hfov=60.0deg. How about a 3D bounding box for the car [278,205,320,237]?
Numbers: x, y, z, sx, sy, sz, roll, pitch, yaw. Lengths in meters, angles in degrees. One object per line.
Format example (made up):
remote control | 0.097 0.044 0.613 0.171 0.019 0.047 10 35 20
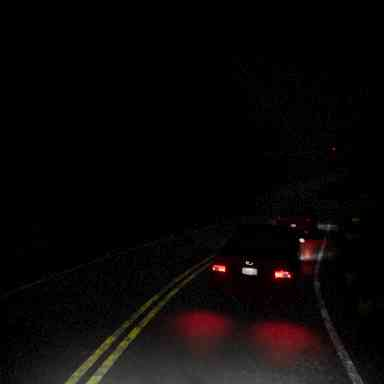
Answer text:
car | 5.947 1.486 18.510 1.882 1.535 5.008 2 1 23

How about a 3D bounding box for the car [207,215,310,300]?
car | 1.867 1.549 8.661 2.033 1.411 5.357 2 0 18
